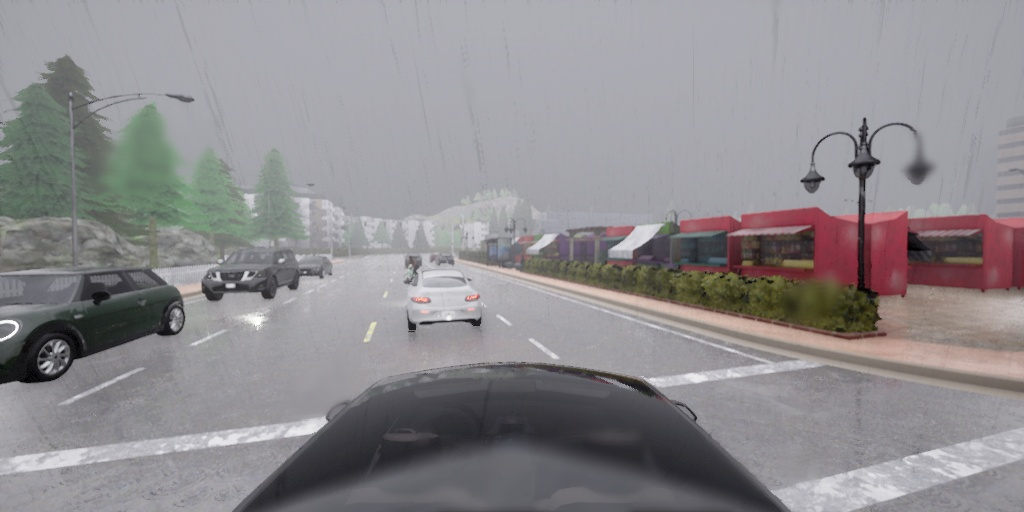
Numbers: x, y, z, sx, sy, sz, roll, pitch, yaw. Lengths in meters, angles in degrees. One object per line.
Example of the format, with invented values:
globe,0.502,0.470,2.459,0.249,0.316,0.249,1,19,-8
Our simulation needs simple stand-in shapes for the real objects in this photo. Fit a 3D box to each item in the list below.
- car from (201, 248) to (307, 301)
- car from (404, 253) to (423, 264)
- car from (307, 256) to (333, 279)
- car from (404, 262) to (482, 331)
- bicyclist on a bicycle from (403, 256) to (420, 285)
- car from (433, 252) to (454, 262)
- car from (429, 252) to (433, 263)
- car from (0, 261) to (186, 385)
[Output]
car,-11.173,0.686,15.867,2.150,2.045,5.566,-1,1,-17
car,-11.360,0.395,41.324,1.837,1.490,4.892,-1,2,-16
car,-13.998,0.762,25.348,1.837,1.490,4.892,-1,1,-17
car,-2.059,1.095,10.279,1.812,1.442,4.674,-1,1,-16
bicyclist on a bicycle,-5.585,0.807,20.140,0.582,1.620,1.656,0,2,21
car,-8.001,0.355,42.638,1.837,1.490,4.892,-1,1,-17
car,-10.770,0.132,51.555,1.882,1.535,5.008,-1,1,-17
car,-8.424,1.020,6.583,2.097,1.767,4.553,-1,1,-16
